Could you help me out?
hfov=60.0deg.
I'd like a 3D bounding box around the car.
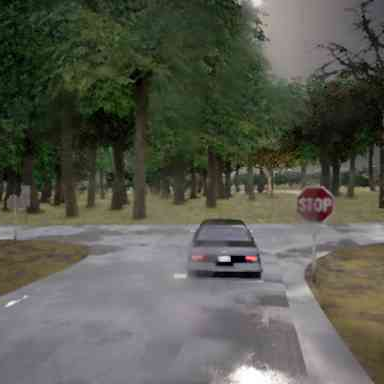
[{"bbox_3d":[0.876,1.495,9.775,2.033,1.411,5.357,0,0,4],"label":"car"}]
